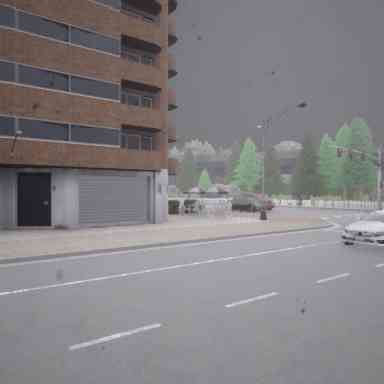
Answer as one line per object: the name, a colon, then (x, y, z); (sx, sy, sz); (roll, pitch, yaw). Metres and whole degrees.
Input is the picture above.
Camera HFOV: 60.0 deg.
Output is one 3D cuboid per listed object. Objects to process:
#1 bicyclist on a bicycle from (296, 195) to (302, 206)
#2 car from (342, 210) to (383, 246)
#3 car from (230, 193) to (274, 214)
bicyclist on a bicycle: (15.294, 1.245, 47.289); (1.656, 1.620, 0.582); (0, 0, -36)
car: (8.305, 1.526, 14.237); (4.674, 1.442, 1.812); (0, 0, -38)
car: (5.993, 1.297, 35.345); (2.097, 1.767, 4.553); (0, 0, -36)
